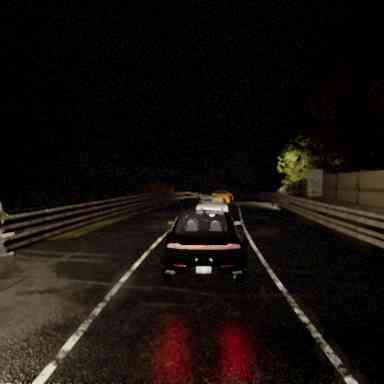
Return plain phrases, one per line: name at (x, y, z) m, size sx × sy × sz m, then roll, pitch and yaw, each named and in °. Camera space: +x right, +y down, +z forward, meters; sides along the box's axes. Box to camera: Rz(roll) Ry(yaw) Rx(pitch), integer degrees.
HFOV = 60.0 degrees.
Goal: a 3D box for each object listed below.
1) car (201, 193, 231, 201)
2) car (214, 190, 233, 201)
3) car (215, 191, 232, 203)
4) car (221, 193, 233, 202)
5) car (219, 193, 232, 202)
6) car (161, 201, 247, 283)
car at (1.398, 0.956, 21.301) m, size 1.895 × 1.301 × 4.718 m, roll 0°, pitch 2°, yaw 6°
car at (3.075, 0.576, 35.023) m, size 1.882 × 1.535 × 5.008 m, roll 0°, pitch 0°, yaw 7°
car at (4.203, 0.612, 43.972) m, size 2.128 × 1.511 × 4.902 m, roll 0°, pitch -1°, yaw 7°
car at (6.345, 0.983, 59.304) m, size 1.882 × 1.535 × 5.008 m, roll 0°, pitch -2°, yaw 9°
car at (5.096, 0.821, 50.033) m, size 1.895 × 1.301 × 4.718 m, roll 0°, pitch -1°, yaw 7°
car at (0.326, 1.220, 8.854) m, size 2.128 × 1.511 × 4.902 m, roll 0°, pitch 2°, yaw 2°
